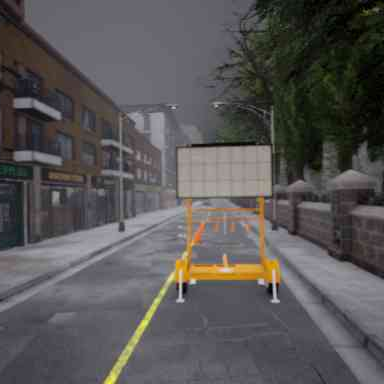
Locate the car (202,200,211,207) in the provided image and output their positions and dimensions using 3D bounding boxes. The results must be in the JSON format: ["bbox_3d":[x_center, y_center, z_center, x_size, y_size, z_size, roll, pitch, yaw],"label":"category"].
[{"bbox_3d":[3.295,2.502,74.468,2.033,1.411,5.357,-1,-1,5],"label":"car"}]

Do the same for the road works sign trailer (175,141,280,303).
[{"bbox_3d":[0.829,0.558,8.451,2.380,3.560,2.880,-1,-1,5],"label":"road works sign trailer"}]
